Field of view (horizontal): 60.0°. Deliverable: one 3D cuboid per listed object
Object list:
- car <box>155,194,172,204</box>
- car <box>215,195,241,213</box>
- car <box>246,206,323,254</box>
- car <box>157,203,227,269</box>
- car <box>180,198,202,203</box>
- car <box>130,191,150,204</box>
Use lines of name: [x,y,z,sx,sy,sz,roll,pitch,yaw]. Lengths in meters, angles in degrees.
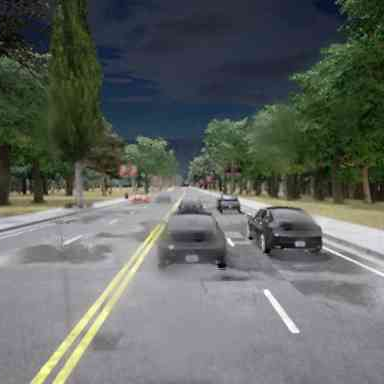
car: [-3.627,0.889,43.103,1.895,1.301,4.718,0,1,0]
car: [3.140,0.978,29.476,2.128,1.511,4.902,0,1,0]
car: [3.248,1.274,12.419,1.837,1.490,4.892,0,1,0]
car: [-0.001,1.311,10.399,1.837,1.490,4.892,0,1,0]
car: [-0.102,1.113,27.918,1.895,1.301,4.718,0,1,0]
car: [-6.880,0.626,44.182,2.097,1.767,4.553,0,1,0]
